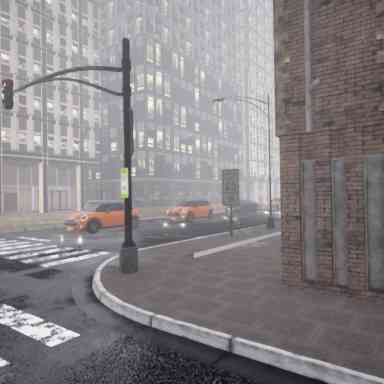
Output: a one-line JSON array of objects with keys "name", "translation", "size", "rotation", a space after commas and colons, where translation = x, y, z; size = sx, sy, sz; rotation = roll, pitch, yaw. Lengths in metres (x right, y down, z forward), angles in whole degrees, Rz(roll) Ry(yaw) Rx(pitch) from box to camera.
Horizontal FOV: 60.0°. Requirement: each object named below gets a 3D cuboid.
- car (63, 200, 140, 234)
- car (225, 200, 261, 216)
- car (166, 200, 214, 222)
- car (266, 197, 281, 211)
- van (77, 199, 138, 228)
[{"name": "car", "translation": [-5.320, 1.415, 19.869], "size": [2.097, 1.767, 4.553], "rotation": [-1, -1, 37]}, {"name": "car", "translation": [5.157, 1.590, 34.324], "size": [2.128, 1.511, 4.902], "rotation": [-1, -1, 36]}, {"name": "car", "translation": [-0.117, 1.432, 27.026], "size": [2.097, 1.767, 4.553], "rotation": [-1, -1, 36]}, {"name": "car", "translation": [11.095, 1.470, 42.508], "size": [2.097, 1.767, 4.553], "rotation": [-1, -1, 36]}, {"name": "van", "translation": [-5.881, 1.459, 23.468], "size": [1.690, 1.788, 3.998], "rotation": [-2, -1, 36]}]
